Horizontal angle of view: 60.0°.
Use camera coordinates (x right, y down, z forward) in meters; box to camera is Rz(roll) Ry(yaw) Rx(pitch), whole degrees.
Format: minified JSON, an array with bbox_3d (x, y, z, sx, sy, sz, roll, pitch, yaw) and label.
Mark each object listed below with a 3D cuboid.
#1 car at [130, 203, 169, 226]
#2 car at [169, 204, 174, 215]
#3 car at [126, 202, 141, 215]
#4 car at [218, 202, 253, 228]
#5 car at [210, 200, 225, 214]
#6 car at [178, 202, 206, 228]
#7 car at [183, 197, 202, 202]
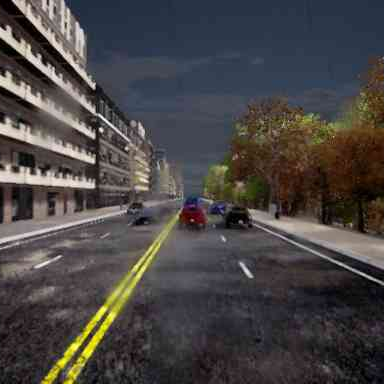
[{"bbox_3d":[-3.261,1.842,26.537,2.033,1.411,5.357,0,-1,0],"label":"car"},{"bbox_3d":[-3.240,2.042,39.840,1.895,1.301,4.718,0,-1,0],"label":"car"},{"bbox_3d":[-6.495,1.964,39.501,1.812,1.442,4.674,0,-1,0],"label":"car"},{"bbox_3d":[3.271,1.779,24.700,1.837,1.490,4.892,0,0,0],"label":"car"},{"bbox_3d":[3.332,1.809,41.429,2.097,1.767,4.553,0,-1,0],"label":"car"},{"bbox_3d":[0.018,1.748,24.393,1.882,1.535,5.008,0,-1,0],"label":"car"},{"bbox_3d":[0.080,1.677,40.867,2.150,2.045,5.566,0,0,0],"label":"car"}]
